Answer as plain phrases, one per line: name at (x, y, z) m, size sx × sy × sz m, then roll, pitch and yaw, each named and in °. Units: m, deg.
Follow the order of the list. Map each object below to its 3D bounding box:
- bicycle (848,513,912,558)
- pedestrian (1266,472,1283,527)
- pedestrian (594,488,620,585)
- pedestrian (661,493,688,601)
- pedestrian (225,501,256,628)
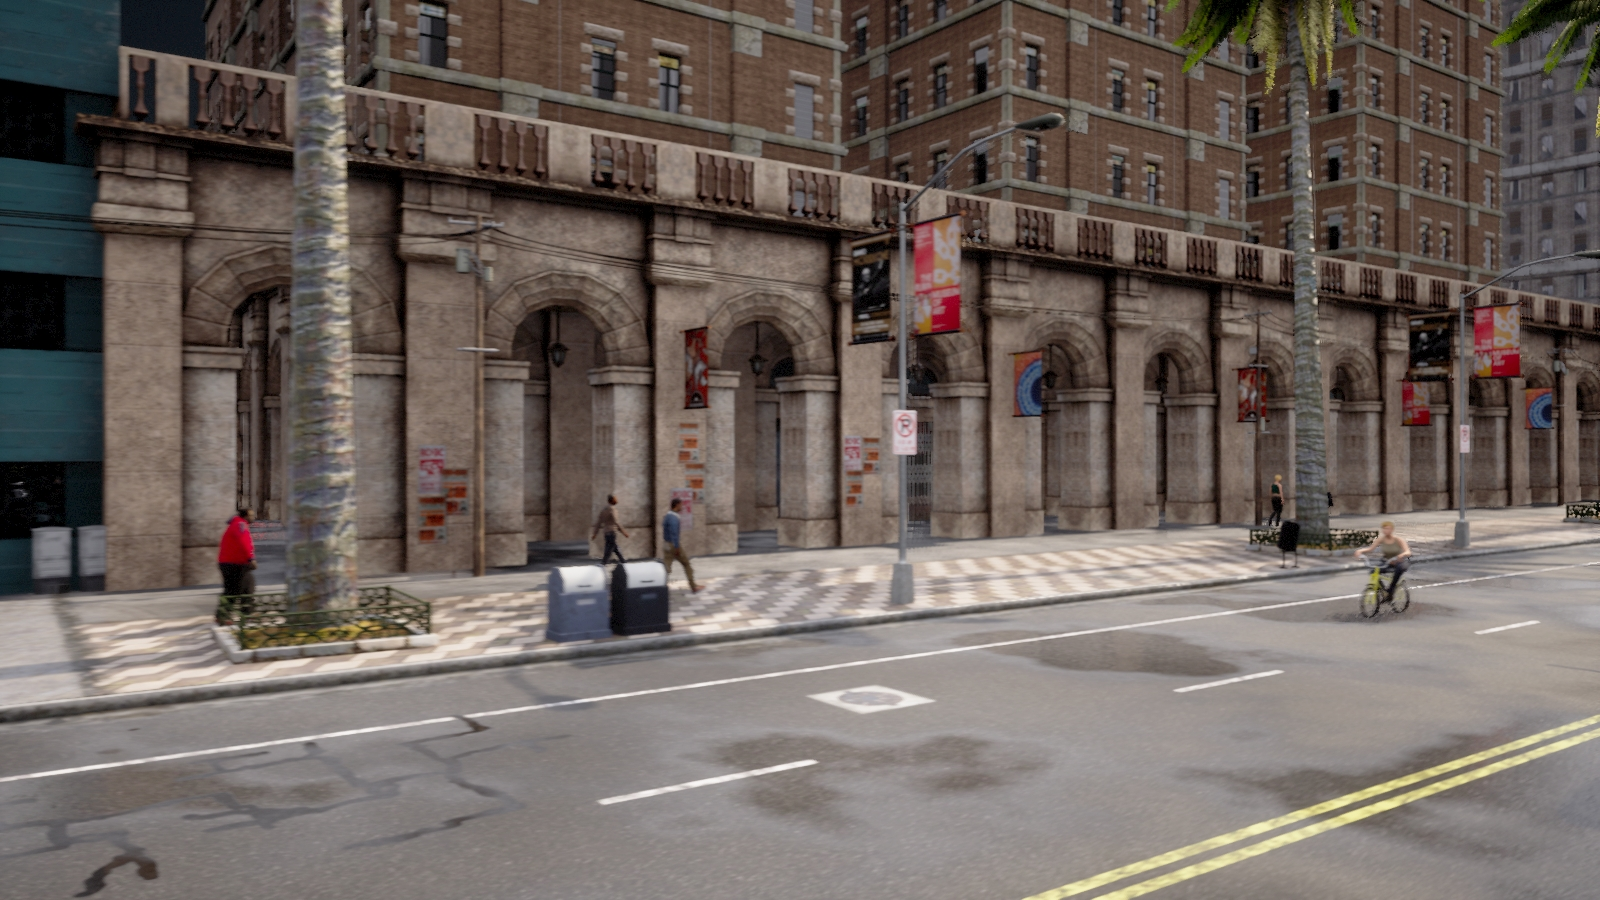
bicycle at (2.129, 2.257, 30.281) m, size 1.487 × 1.080 × 0.859 m, roll 0°, pitch 0°, yaw -35°
pedestrian at (16.254, 1.699, 39.119) m, size 0.375 × 1.860 × 0.375 m, roll 0°, pitch 0°, yaw -31°
pedestrian at (-3.797, 1.697, 22.509) m, size 0.375 × 1.860 × 0.375 m, roll 0°, pitch 0°, yaw -36°
pedestrian at (-2.215, 1.697, 20.192) m, size 0.375 × 1.860 × 0.375 m, roll 0°, pitch 0°, yaw -26°
pedestrian at (-8.392, 1.699, 17.132) m, size 0.375 × 1.860 × 0.375 m, roll 0°, pitch 0°, yaw -31°
